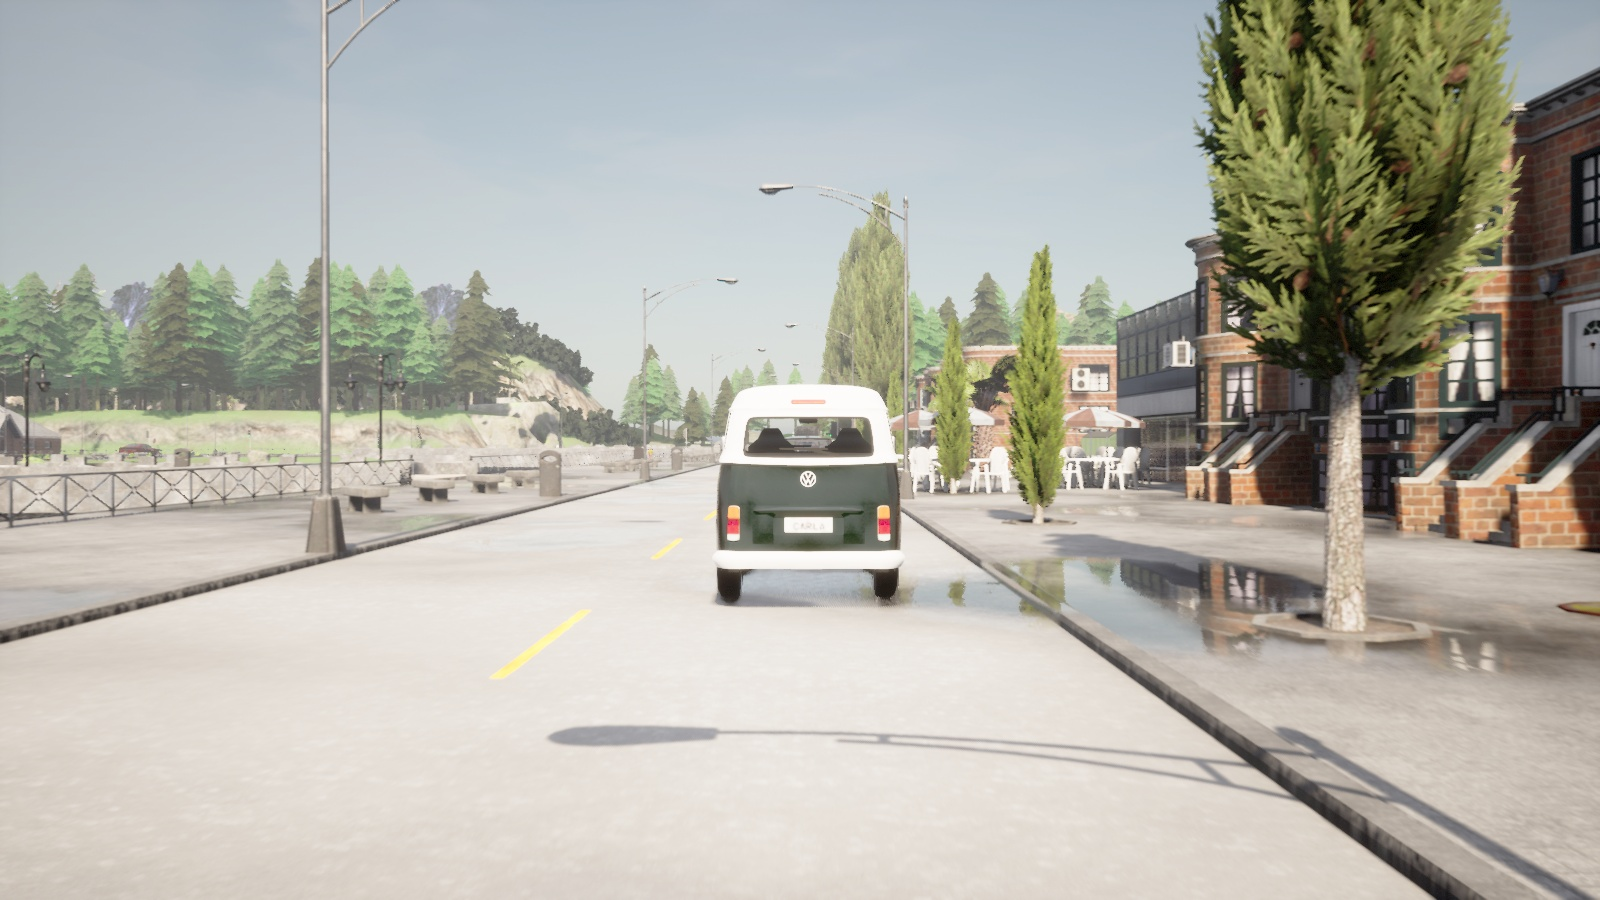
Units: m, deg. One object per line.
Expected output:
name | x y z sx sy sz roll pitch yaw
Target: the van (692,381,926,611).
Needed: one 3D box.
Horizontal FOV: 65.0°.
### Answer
van | 0.089 0.395 13.348 2.069 2.038 4.480 0 0 0
